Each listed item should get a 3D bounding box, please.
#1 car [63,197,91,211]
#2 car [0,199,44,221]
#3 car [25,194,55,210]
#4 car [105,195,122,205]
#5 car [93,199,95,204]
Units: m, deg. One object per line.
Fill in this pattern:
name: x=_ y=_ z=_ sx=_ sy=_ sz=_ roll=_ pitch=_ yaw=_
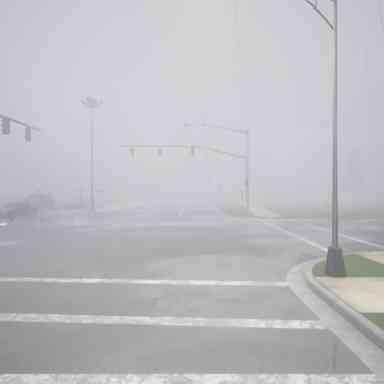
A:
car: x=-14.549 y=1.525 z=41.909 sx=1.812 sy=1.442 sz=4.674 roll=0 pitch=0 yaw=1
car: x=-14.770 y=1.547 z=27.639 sx=2.033 sy=1.411 sz=5.357 roll=0 pitch=0 yaw=1
car: x=-18.100 y=1.219 z=39.145 sx=2.150 sy=2.045 sz=5.566 roll=0 pitch=0 yaw=0
car: x=-14.220 y=1.351 z=60.549 sx=2.097 sy=1.767 sz=4.553 roll=0 pitch=0 yaw=1
car: x=-17.817 y=1.525 z=56.084 sx=1.812 sy=1.442 sz=4.674 roll=0 pitch=0 yaw=1
